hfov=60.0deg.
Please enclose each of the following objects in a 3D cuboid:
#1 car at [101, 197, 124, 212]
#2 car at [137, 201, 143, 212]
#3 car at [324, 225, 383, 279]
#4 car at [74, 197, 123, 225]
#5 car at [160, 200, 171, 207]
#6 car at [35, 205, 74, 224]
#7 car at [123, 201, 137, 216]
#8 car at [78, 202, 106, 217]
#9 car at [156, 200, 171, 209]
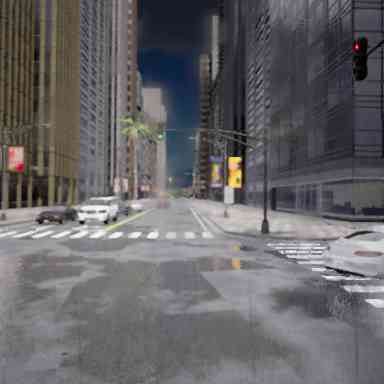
[{"bbox_3d":[-11.196,1.688,47.393,2.150,2.045,5.566,0,-1,-2],"label":"car"},{"bbox_3d":[-7.927,2.008,46.717,1.812,1.442,4.674,0,-1,-2],"label":"car"},{"bbox_3d":[5.801,1.611,9.017,4.674,1.442,1.812,0,-3,-20],"label":"car"},{"bbox_3d":[-7.445,1.466,27.055,2.150,2.045,5.566,0,-1,-2],"label":"car"},{"bbox_3d":[-5.263,2.326,66.709,1.994,1.385,4.181,0,-1,-2],"label":"car"},{"bbox_3d":[-10.694,1.767,26.915,2.033,1.411,5.357,0,-1,-2],"label":"car"},{"bbox_3d":[-7.704,1.863,36.762,1.837,1.490,4.892,0,-1,-1],"label":"car"},{"bbox_3d":[-10.956,1.861,36.820,1.812,1.442,4.674,0,-1,-1],"label":"car"},{"bbox_3d":[-4.960,2.156,56.411,1.812,1.442,4.674,0,-1,-2],"label":"car"}]
